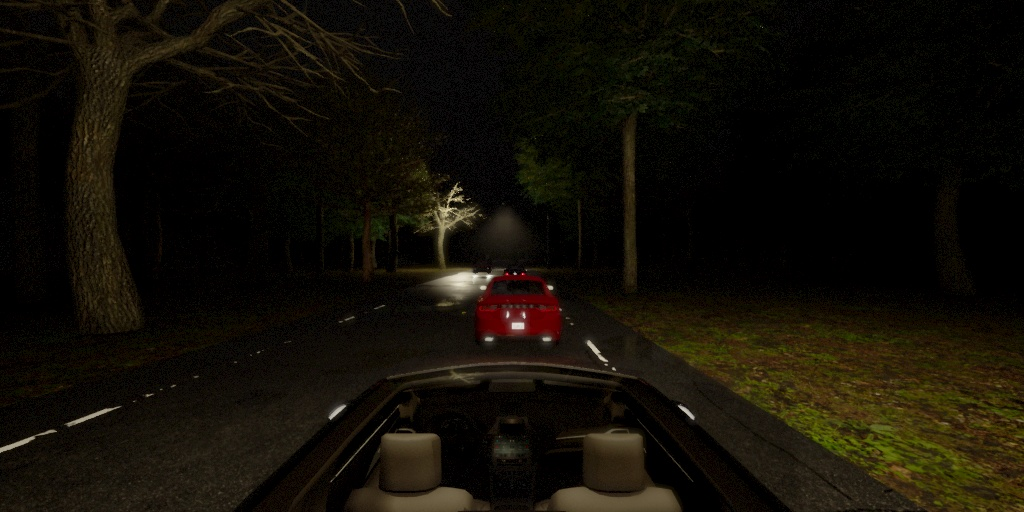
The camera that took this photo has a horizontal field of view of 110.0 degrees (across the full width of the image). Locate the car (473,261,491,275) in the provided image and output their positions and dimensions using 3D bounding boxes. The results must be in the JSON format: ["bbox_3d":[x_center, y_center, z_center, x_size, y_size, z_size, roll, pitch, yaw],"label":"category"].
[{"bbox_3d":[-3.438,1.340,41.990,1.882,1.535,5.008,0,0,0],"label":"car"}]

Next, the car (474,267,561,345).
[{"bbox_3d":[0.130,1.235,9.559,1.882,1.535,5.008,0,0,0],"label":"car"}]

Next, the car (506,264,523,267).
[{"bbox_3d":[0.209,1.352,28.294,2.033,1.411,5.357,0,0,0],"label":"car"}]
